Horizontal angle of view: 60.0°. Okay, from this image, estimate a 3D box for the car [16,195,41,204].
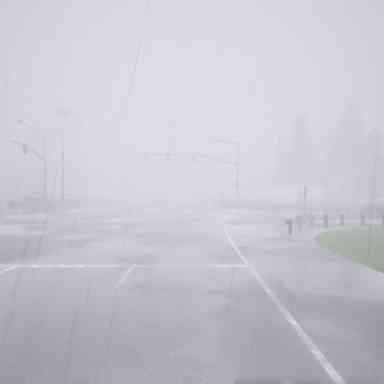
[{"bbox_3d":[-28.159,1.275,57.340,1.837,1.490,4.892,0,0,0],"label":"car"}]

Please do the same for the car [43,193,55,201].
[{"bbox_3d":[-24.658,1.238,59.538,1.882,1.535,5.008,0,0,0],"label":"car"}]

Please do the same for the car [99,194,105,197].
[{"bbox_3d":[-21.812,1.176,78.918,1.837,1.490,4.892,0,0,-7],"label":"car"}]

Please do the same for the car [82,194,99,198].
[{"bbox_3d":[-21.128,1.247,68.266,1.812,1.442,4.674,0,0,0],"label":"car"}]

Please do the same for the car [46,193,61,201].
[{"bbox_3d":[-32.237,1.036,77.659,2.097,1.767,4.553,0,0,-7],"label":"car"}]

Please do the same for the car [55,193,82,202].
[{"bbox_3d":[-21.177,1.124,57.162,2.097,1.767,4.553,0,0,0],"label":"car"}]

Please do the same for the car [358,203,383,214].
[{"bbox_3d":[17.359,1.386,29.326,4.902,1.511,2.128,0,0,8],"label":"car"}]

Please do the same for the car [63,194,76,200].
[{"bbox_3d":[-28.749,1.232,78.019,1.994,1.385,4.181,0,0,-7],"label":"car"}]

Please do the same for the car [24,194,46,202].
[{"bbox_3d":[-31.625,1.252,67.290,2.128,1.511,4.902,0,0,0],"label":"car"}]

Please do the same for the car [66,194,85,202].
[{"bbox_3d":[-24.661,1.252,70.567,2.033,1.411,5.357,0,0,0],"label":"car"}]

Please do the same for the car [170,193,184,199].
[{"bbox_3d":[-3.938,0.959,95.174,2.097,1.767,4.553,0,0,-18],"label":"car"}]

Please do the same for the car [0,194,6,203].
[{"bbox_3d":[-31.651,1.123,57.021,2.097,1.767,4.553,0,0,1],"label":"car"}]

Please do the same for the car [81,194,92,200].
[{"bbox_3d":[-25.694,1.261,81.186,1.895,1.301,4.718,0,0,-10],"label":"car"}]

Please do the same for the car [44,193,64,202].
[{"bbox_3d":[-28.125,1.079,67.884,2.097,1.767,4.553,0,0,0],"label":"car"}]

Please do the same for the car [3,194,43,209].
[{"bbox_3d":[-21.174,1.316,41.956,1.882,1.535,5.008,0,0,0],"label":"car"}]
